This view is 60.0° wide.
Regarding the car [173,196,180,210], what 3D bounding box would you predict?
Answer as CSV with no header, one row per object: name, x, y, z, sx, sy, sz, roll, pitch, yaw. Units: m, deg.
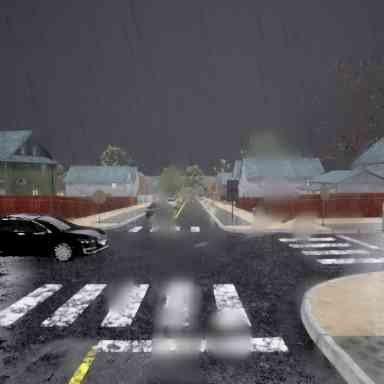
car,-2.913,1.532,43.920,1.812,1.442,4.674,0,0,0

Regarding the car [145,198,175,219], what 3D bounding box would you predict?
car,-2.894,1.539,29.289,2.033,1.411,5.357,0,0,0

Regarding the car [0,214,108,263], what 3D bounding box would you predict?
car,-5.405,1.539,11.605,4.892,1.490,1.837,-1,2,9

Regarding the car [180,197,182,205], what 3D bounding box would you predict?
car,-2.846,1.553,62.173,1.882,1.535,5.008,0,0,0
